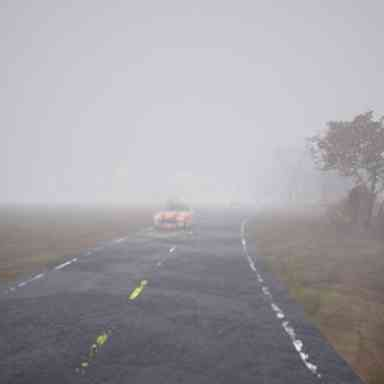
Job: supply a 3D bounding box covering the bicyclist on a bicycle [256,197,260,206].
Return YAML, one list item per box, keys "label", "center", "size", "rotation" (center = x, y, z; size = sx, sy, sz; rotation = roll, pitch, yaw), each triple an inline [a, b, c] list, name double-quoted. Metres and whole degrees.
- label: "bicyclist on a bicycle"
  center: [13.331, 2.064, 68.184]
  size: [0.582, 1.620, 1.656]
  rotation: [0, -1, 14]

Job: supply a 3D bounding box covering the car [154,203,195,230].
- label: "car"
  center: [-1.103, 1.535, 22.870]
  size: [2.097, 1.767, 4.553]
  rotation: [0, 0, 10]

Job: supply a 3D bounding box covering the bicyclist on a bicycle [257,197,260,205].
- label: "bicyclist on a bicycle"
  center: [15.449, 2.065, 76.927]
  size: [0.659, 1.776, 1.843]
  rotation: [0, 0, 14]

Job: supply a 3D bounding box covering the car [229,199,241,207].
- label: "car"
  center: [8.242, 2.105, 63.471]
  size: [2.033, 1.411, 5.357]
  rotation: [0, -1, 14]
